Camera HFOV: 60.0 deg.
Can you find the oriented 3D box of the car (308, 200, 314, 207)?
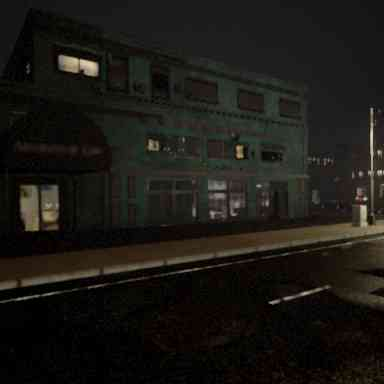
[{"bbox_3d":[17.747,1.852,53.802,1.802,1.307,4.206,-2,0,-35],"label":"car"}]

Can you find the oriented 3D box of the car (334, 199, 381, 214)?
[{"bbox_3d":[18.873,1.771,37.565,1.947,1.339,4.313,-2,0,-35],"label":"car"}]

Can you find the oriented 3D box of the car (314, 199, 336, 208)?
[{"bbox_3d":[20.957,1.757,49.293,2.008,1.369,4.403,-2,0,-35],"label":"car"}]
